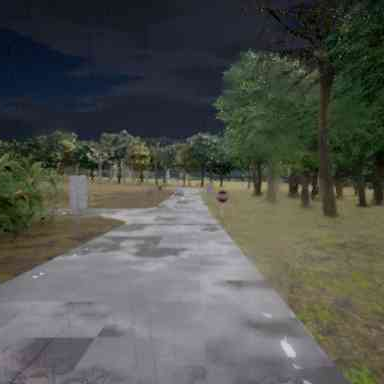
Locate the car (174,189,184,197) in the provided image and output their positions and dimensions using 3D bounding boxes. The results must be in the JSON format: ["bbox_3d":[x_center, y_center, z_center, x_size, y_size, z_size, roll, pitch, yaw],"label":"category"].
[{"bbox_3d":[-2.750,0.167,70.689,2.097,1.767,4.553,0,2,0],"label":"car"}]
